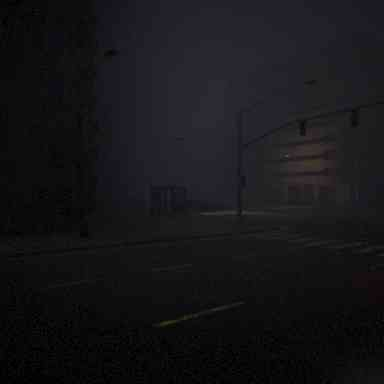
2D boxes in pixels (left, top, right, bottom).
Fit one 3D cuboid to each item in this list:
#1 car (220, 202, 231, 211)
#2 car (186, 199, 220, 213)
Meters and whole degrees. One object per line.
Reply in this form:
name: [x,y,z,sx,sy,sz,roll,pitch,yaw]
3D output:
car: [2.855,1.703,42.581,1.895,1.301,4.718,0,0,-37]
car: [0.720,1.602,39.588,1.837,1.490,4.892,0,0,-37]
